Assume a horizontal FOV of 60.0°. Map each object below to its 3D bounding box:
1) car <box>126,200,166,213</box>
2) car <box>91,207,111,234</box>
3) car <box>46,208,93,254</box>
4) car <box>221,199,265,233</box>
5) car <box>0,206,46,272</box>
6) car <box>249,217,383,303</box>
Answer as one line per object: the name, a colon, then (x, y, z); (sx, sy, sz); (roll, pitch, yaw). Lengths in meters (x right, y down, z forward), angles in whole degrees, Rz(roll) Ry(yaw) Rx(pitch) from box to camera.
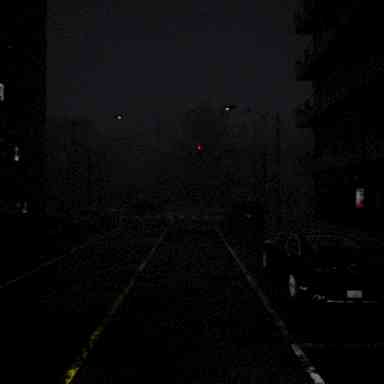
car: (-4.860, 1.567, 35.422); (4.181, 1.385, 1.994); (0, 0, 1)
car: (-5.810, 1.565, 19.152); (1.802, 1.307, 4.206); (1, 0, 0)
car: (-5.810, 1.554, 13.584); (1.947, 1.339, 4.313); (1, 0, 0)
car: (2.841, 1.298, 19.118); (2.192, 1.841, 5.009); (1, 0, 0)
car: (-5.807, 1.308, 8.015); (2.192, 1.841, 5.009); (1, 0, 0)
car: (2.838, 1.544, 7.983); (2.008, 1.369, 4.403); (1, 0, 0)
